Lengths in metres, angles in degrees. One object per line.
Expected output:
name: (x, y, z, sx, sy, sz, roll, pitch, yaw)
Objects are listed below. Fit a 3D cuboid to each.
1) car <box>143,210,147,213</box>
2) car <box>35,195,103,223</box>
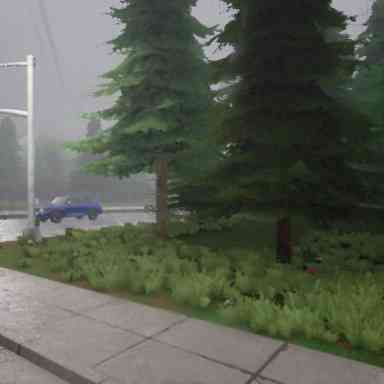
car: (-3.219, 1.651, 35.931, 1.895, 1.301, 4.718, 0, 0, 35)
car: (-9.748, 1.271, 26.465, 2.150, 2.045, 5.566, 0, 0, 35)
